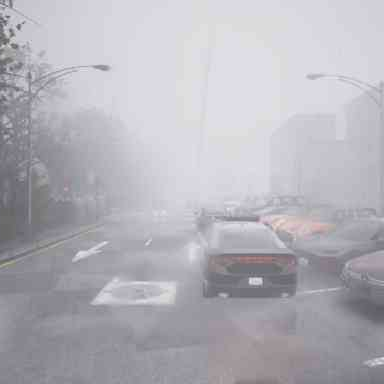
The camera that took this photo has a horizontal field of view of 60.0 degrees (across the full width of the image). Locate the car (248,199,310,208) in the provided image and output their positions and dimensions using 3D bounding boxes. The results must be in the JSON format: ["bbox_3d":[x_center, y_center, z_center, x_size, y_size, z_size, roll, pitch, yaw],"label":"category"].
[{"bbox_3d":[5.364,1.369,15.849,4.553,1.767,2.185,1,0,-20],"label":"car"}]

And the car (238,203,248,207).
[{"bbox_3d":[5.338,1.538,18.845,4.674,1.452,2.002,1,0,-20],"label":"car"}]

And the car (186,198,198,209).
[{"bbox_3d":[0.084,1.579,46.164,2.128,1.511,4.902,0,0,0],"label":"car"}]

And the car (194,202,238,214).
[{"bbox_3d":[1.189,1.518,18.559,1.837,1.490,4.892,0,0,0],"label":"car"}]

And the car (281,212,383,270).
[{"bbox_3d":[5.287,1.517,9.827,4.792,1.488,2.163,1,0,-20],"label":"car"}]

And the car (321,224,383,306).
[{"bbox_3d":[5.311,1.527,6.836,4.674,1.452,2.002,1,0,-20],"label":"car"}]

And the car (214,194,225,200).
[{"bbox_3d":[5.363,1.270,30.840,5.566,2.045,2.435,1,0,-20],"label":"car"}]

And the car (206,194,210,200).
[{"bbox_3d":[5.275,1.612,57.819,5.366,1.575,1.946,1,0,-20],"label":"car"}]

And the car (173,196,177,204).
[{"bbox_3d":[-3.912,1.671,66.610,1.837,1.490,4.892,0,0,1],"label":"car"}]

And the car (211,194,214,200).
[{"bbox_3d":[5.470,1.446,45.872,4.553,1.767,2.185,1,0,-20],"label":"car"}]

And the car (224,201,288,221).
[{"bbox_3d":[5.346,1.544,27.838,4.792,1.488,2.163,1,0,-20],"label":"car"}]

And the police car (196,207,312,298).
[{"bbox_3d":[1.167,1.427,8.668,1.930,1.638,5.238,0,0,0],"label":"police car"}]

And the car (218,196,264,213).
[{"bbox_3d":[5.377,1.413,36.854,4.553,1.767,2.185,1,0,-20],"label":"car"}]

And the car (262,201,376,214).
[{"bbox_3d":[5.355,1.366,12.848,4.553,1.767,2.185,1,0,-20],"label":"car"}]

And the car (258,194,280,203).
[{"bbox_3d":[18.449,1.462,79.894,2.435,2.045,5.566,0,0,-21],"label":"car"}]

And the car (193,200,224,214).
[{"bbox_3d":[1.207,1.548,24.558,1.812,1.442,4.674,0,0,0],"label":"car"}]

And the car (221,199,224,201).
[{"bbox_3d":[5.189,1.503,24.781,5.366,1.575,1.946,1,0,-20],"label":"car"}]

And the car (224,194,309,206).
[{"bbox_3d":[5.342,1.251,21.824,5.566,2.045,2.435,1,0,-20],"label":"car"}]

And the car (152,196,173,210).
[{"bbox_3d":[-4.063,1.568,43.415,2.128,1.511,4.902,0,0,0],"label":"car"}]

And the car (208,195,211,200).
[{"bbox_3d":[5.434,1.583,48.875,5.008,1.535,2.097,1,-1,-20],"label":"car"}]

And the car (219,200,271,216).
[{"bbox_3d":[5.372,1.560,33.840,4.792,1.488,2.163,1,0,-20],"label":"car"}]

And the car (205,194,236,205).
[{"bbox_3d":[5.469,1.391,63.913,5.566,2.045,2.435,1,0,-20],"label":"car"}]
